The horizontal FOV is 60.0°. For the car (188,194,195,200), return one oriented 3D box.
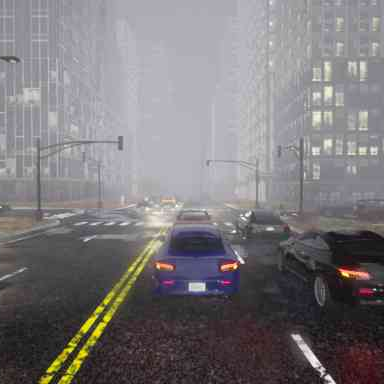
[{"bbox_3d":[-0.164,1.266,89.144,1.812,1.442,4.674,0,0,0],"label":"car"}]

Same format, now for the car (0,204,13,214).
[{"bbox_3d":[-19.467,1.445,31.075,4.718,1.301,1.895,1,1,1],"label":"car"}]

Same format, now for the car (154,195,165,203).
[{"bbox_3d":[-6.628,1.446,68.896,1.837,1.490,4.892,0,0,0],"label":"car"}]

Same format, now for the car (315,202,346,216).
[{"bbox_3d":[15.040,1.702,33.755,4.718,1.301,1.895,0,1,1],"label":"car"}]

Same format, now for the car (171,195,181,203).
[{"bbox_3d":[-3.380,1.417,69.980,1.882,1.535,5.008,0,0,0],"label":"car"}]

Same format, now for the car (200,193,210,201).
[{"bbox_3d":[3.106,1.143,78.761,2.150,2.045,5.566,0,0,0],"label":"car"}]

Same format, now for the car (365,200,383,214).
[{"bbox_3d":[21.744,1.643,36.263,4.829,1.417,1.752,1,0,1],"label":"car"}]

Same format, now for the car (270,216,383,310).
[{"bbox_3d":[3.338,1.522,7.649,1.812,1.442,4.674,0,0,0],"label":"car"}]

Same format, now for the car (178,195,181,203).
[{"bbox_3d":[-3.434,1.553,59.420,1.895,1.301,4.718,0,0,0],"label":"car"}]

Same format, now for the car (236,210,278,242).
[{"bbox_3d":[3.325,1.555,16.219,1.994,1.385,4.181,0,0,-1],"label":"car"}]

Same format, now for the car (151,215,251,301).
[{"bbox_3d":[0.087,1.522,8.213,1.812,1.442,4.674,0,0,0],"label":"car"}]

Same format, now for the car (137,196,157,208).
[{"bbox_3d":[-6.685,1.513,47.876,2.033,1.411,5.357,0,0,0],"label":"car"}]

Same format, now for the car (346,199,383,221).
[{"bbox_3d":[16.151,1.520,27.967,5.009,1.841,2.192,1,0,1],"label":"car"}]

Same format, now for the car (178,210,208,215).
[{"bbox_3d":[0.071,1.591,17.380,1.895,1.301,4.718,0,0,0],"label":"car"}]

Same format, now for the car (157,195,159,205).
[{"bbox_3d":[-6.686,1.459,57.643,1.837,1.490,4.892,0,0,0],"label":"car"}]

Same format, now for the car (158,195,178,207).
[{"bbox_3d":[-3.433,1.442,49.275,1.882,1.535,5.008,0,0,0],"label":"car"}]

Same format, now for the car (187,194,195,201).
[{"bbox_3d":[-0.145,1.514,79.172,1.895,1.301,4.718,0,0,0],"label":"car"}]
